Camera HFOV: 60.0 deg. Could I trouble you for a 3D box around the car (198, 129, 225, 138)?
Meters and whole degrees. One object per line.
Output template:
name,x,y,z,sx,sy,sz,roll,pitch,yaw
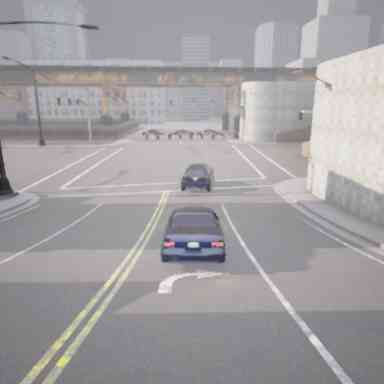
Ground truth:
car,3.360,-10.424,59.189,4.974,1.542,2.038,8,17,28

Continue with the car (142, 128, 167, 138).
car,-6.658,-10.399,58.480,4.536,1.218,1.853,14,20,42

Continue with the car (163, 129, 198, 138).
car,-2.013,-10.231,58.464,4.974,1.542,2.038,-11,18,-35

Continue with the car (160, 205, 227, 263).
car,0.056,1.151,10.736,2.033,1.411,5.357,0,5,1

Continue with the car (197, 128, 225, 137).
car,3.314,-10.583,59.173,4.536,1.218,1.853,8,17,28

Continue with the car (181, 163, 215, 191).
car,0.529,-1.383,24.794,2.097,1.767,4.553,2,15,8

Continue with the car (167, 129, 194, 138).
car,-1.971,-10.392,58.453,4.536,1.218,1.853,-11,18,-35

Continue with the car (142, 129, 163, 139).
car,-6.621,-10.237,58.486,4.974,1.542,2.038,14,20,42
